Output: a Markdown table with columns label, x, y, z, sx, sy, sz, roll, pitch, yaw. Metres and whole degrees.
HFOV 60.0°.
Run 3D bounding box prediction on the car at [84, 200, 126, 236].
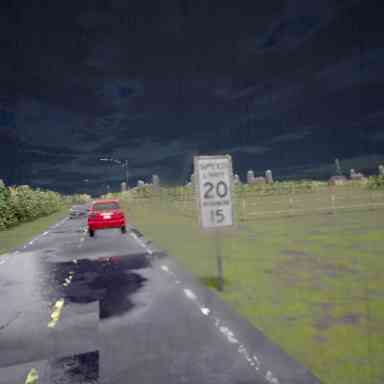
| label | x | y | z | sx | sy | sz | roll | pitch | yaw |
| --- | --- | --- | --- | --- | --- | --- | --- | --- | --- |
| car | -5.573 | 1.562 | 21.570 | 2.150 | 2.045 | 5.566 | -4 | 0 | -16 |

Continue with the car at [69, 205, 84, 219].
| label | x | y | z | sx | sy | sz | roll | pitch | yaw |
| --- | --- | --- | --- | --- | --- | --- | --- | --- | --- |
| car | -13.717 | 2.351 | 40.365 | 1.837 | 1.490 | 4.892 | -4 | 0 | -16 |
